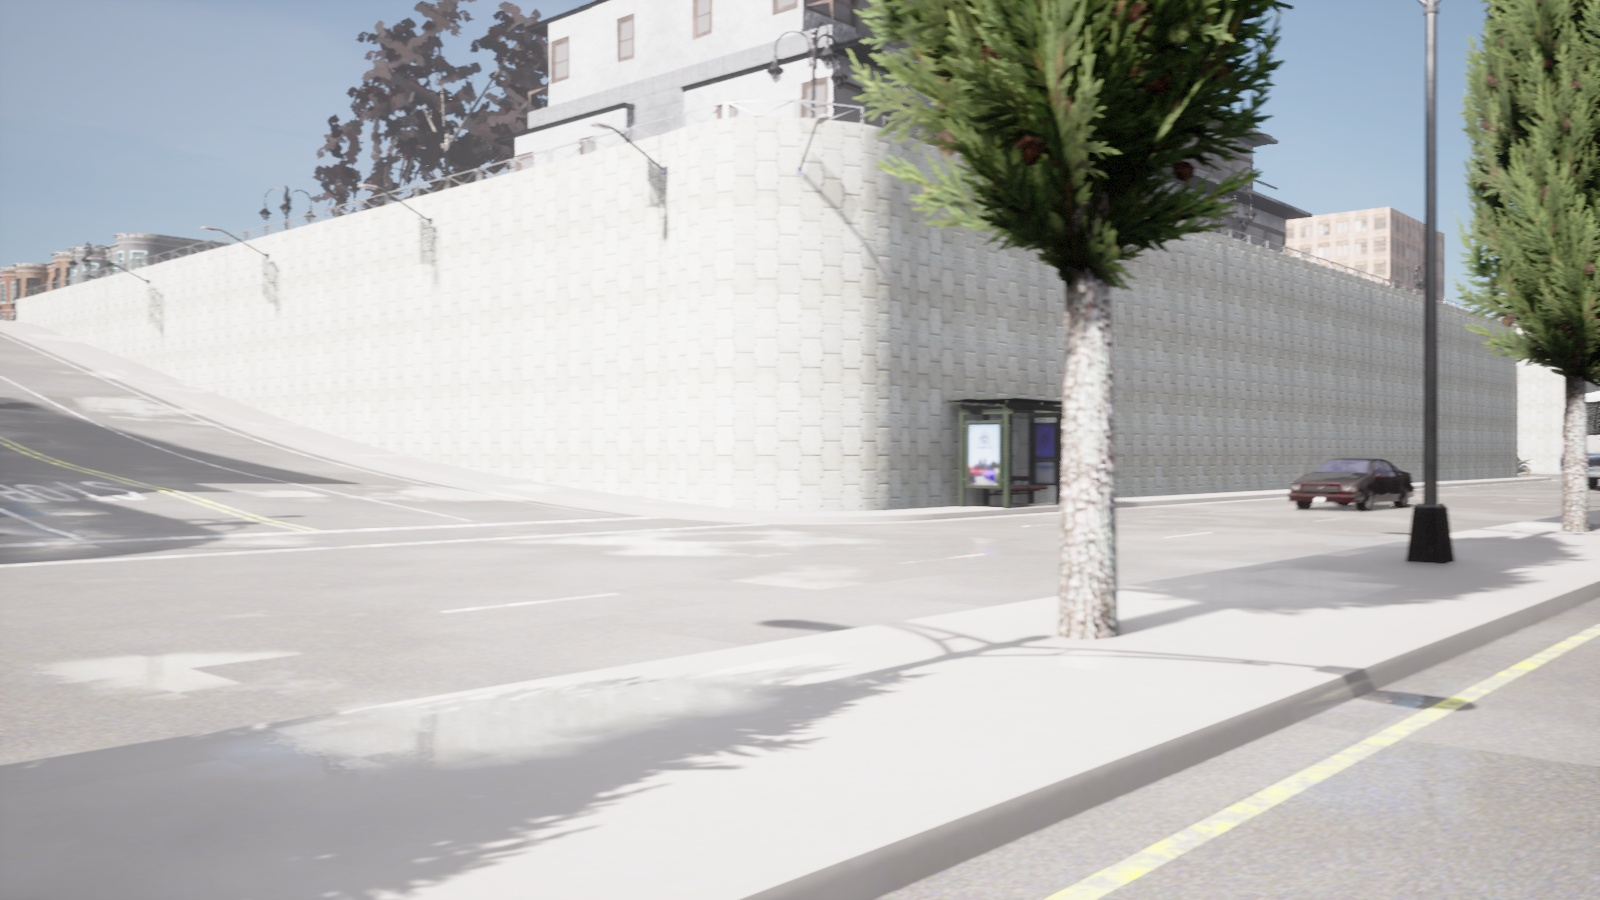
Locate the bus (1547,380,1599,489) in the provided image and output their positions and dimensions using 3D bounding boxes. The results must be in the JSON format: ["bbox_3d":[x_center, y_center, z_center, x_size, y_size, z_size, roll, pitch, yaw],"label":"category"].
[{"bbox_3d":[34.271,-0.573,51.864,3.944,4.253,10.273,1,0,20],"label":"bus"}]

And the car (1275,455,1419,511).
[{"bbox_3d":[15.104,0.846,34.493,2.033,1.411,5.357,0,0,42],"label":"car"}]
